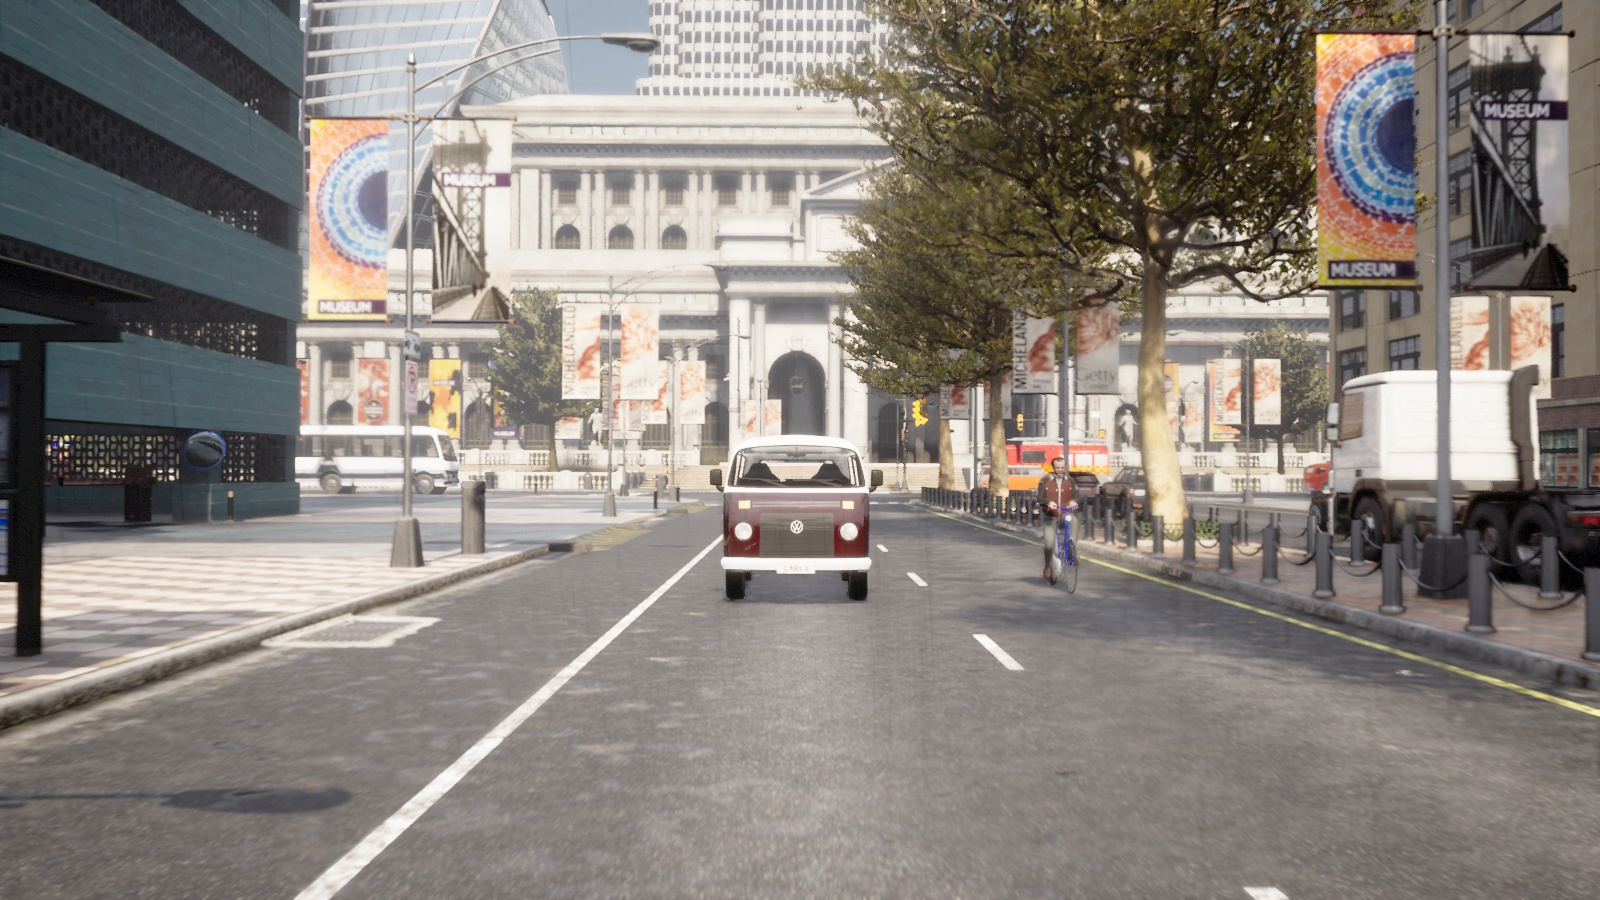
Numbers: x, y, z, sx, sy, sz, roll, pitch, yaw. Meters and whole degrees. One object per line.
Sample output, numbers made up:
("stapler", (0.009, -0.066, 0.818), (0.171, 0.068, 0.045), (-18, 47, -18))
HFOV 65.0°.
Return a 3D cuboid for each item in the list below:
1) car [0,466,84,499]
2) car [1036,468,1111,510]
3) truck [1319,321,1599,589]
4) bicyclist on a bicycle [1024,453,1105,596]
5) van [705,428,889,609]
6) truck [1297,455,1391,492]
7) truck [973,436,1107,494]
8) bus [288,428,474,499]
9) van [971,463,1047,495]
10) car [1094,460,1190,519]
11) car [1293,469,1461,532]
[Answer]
("car", (-48.803, 2.061, 79.603), (5.566, 2.045, 2.150), (0, -1, -15))
("car", (11.324, 1.574, 52.244), (2.033, 1.649, 4.856), (0, -1, 0))
("truck", (11.447, 0.125, 20.183), (2.891, 3.462, 7.936), (0, -1, 0))
("bicyclist on a bicycle", (3.459, 0.948, 16.547), (0.659, 1.776, 1.843), (0, -1, 0))
("van", (-0.041, 0.814, 16.477), (2.069, 2.038, 4.480), (0, -1, 0))
("truck", (36.710, 1.602, 84.895), (5.204, 2.467, 2.627), (0, -1, 0))
("truck", (16.141, 1.007, 84.938), (8.468, 3.827, 2.891), (0, -1, 0))
("bus", (-25.881, 0.847, 77.994), (10.273, 4.253, 3.944), (0, -1, 0))
("van", (13.205, 1.843, 79.379), (4.442, 1.987, 1.775), (0, -1, -21))
("car", (11.397, 1.292, 42.181), (1.932, 1.855, 4.605), (0, -1, 0))
("car", (14.920, 1.261, 32.823), (2.128, 1.511, 4.902), (0, -1, 0))
